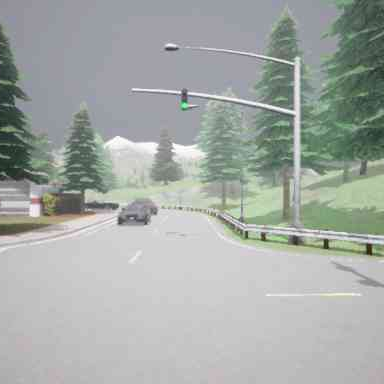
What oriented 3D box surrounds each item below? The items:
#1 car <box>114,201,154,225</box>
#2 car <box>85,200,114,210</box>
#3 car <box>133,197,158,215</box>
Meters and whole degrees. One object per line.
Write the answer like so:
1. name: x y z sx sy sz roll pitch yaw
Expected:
1. car: -4.062 1.560 23.931 1.994 1.385 4.181 0 0 -2
2. car: -11.521 1.602 41.438 4.718 1.301 1.895 0 0 14
3. car: -4.924 1.347 33.719 2.097 1.767 4.553 0 0 -19
